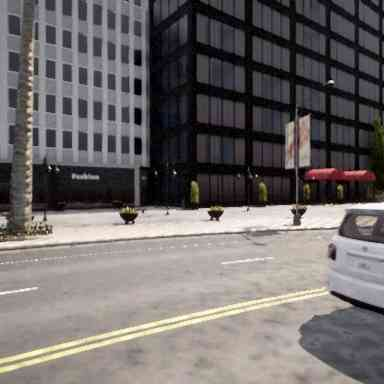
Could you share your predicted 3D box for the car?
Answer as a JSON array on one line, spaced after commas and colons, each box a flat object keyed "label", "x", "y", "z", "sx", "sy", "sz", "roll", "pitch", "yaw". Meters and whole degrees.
[{"label": "car", "x": 5.068, "y": 1.203, "z": 6.206, "sx": 5.566, "sy": 2.045, "sz": 2.150, "roll": 0, "pitch": 0, "yaw": -25}]
